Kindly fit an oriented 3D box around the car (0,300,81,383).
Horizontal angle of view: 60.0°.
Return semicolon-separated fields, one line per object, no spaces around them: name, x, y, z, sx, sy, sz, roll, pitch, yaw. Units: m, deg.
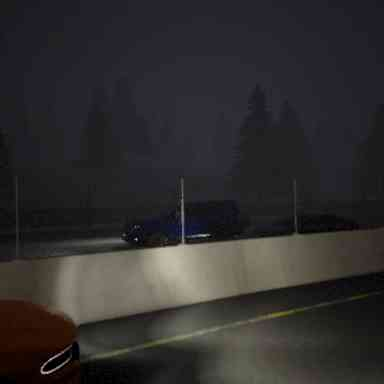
car;-3.521;1.583;2.690;5.008;1.535;1.882;-1;-1;-30

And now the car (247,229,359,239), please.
car;4.503;1.583;13.298;4.892;1.490;1.837;-1;-1;-23

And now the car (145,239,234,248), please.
car;-0.309;1.409;15.003;5.566;2.045;2.150;-1;-1;-25
